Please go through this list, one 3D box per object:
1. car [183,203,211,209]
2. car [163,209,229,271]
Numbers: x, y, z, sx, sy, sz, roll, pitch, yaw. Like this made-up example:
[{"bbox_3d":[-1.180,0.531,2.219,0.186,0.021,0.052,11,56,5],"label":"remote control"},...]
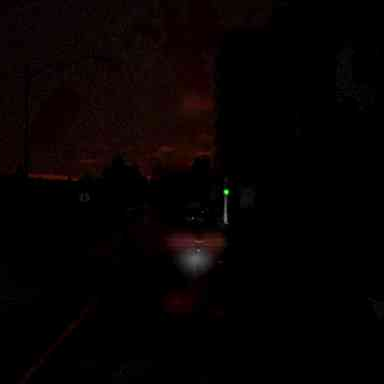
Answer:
[{"bbox_3d":[0.322,1.600,25.627,1.837,1.490,4.892,0,0,4],"label":"car"},{"bbox_3d":[0.102,1.534,11.027,2.128,1.511,4.902,0,0,0],"label":"car"}]
